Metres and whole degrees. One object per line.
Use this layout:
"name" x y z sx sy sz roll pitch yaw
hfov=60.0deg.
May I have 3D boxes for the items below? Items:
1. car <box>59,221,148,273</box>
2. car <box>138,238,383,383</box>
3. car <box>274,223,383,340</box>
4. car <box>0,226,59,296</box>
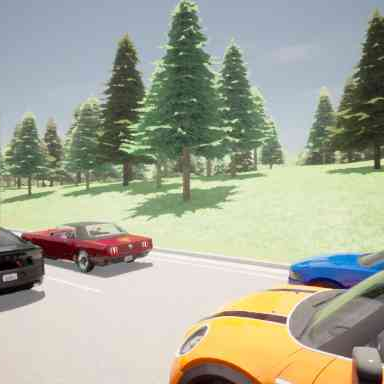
"car" -3.592 1.601 10.760 4.718 1.301 1.895 0 0 36
"car" 1.989 1.352 2.569 4.553 1.767 2.097 0 0 36
"car" 4.084 1.478 5.372 5.008 1.535 1.882 0 0 36
"car" -5.480 1.478 7.805 5.008 1.535 1.882 0 0 36
